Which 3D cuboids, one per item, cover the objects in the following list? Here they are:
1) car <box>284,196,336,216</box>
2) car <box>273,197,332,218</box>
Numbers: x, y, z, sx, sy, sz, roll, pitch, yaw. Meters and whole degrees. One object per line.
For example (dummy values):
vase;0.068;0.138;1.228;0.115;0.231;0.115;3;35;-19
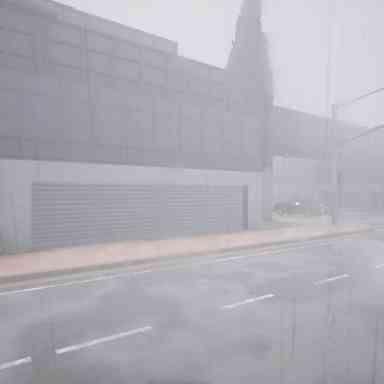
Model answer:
car;11.793;1.352;33.417;2.097;1.767;4.553;0;0;-37
car;9.703;1.491;30.360;2.128;1.511;4.902;0;0;-37
